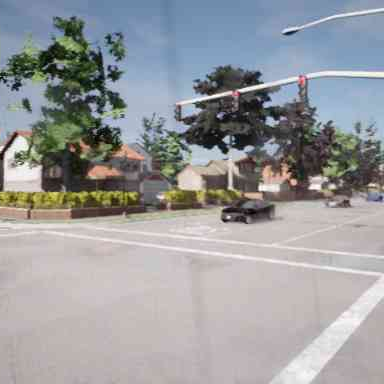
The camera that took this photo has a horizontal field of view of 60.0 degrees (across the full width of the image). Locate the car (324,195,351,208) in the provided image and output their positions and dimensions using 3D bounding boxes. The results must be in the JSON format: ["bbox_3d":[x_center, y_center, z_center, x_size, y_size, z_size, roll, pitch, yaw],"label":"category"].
[{"bbox_3d":[16.678,1.053,37.916,1.812,1.442,4.674,0,1,39],"label":"car"}]

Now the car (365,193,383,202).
[{"bbox_3d":[29.021,0.845,52.860,1.882,1.535,5.008,0,1,39],"label":"car"}]

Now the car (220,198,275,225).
[{"bbox_3d":[3.808,1.208,22.219,1.882,1.535,5.008,0,2,39],"label":"car"}]

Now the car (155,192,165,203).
[{"bbox_3d":[-2.642,0.688,40.847,3.806,1.475,1.970,0,1,40],"label":"car"}]
